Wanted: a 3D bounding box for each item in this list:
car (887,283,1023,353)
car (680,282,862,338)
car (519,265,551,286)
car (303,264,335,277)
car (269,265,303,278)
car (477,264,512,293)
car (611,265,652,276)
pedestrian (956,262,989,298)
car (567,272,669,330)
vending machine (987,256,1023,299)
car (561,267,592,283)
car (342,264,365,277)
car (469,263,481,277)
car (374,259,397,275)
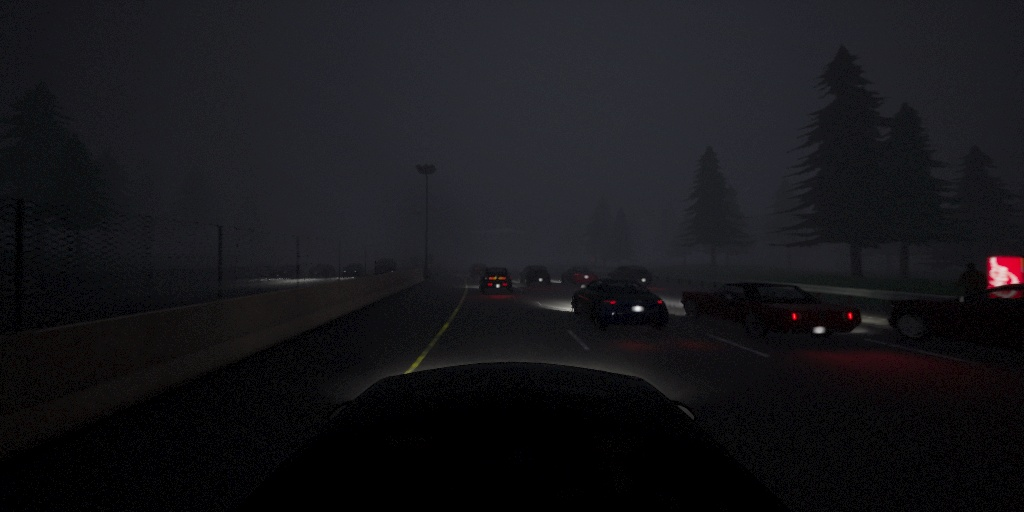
[{"bbox_3d":[10.444,1.244,6.945,1.882,1.535,5.008,0,0,-1],"label":"car"},{"bbox_3d":[6.839,1.405,10.313,1.895,1.301,4.718,0,0,-3],"label":"car"},{"bbox_3d":[1.754,1.475,28.118,1.837,1.490,4.892,0,-1,-7],"label":"car"},{"bbox_3d":[-21.959,1.643,41.622,2.128,1.511,4.902,0,-1,-12],"label":"car"},{"bbox_3d":[-25.286,1.696,40.417,2.033,1.411,5.357,0,-1,-12],"label":"car"},{"bbox_3d":[-1.072,1.445,22.669,1.837,1.490,4.892,0,0,-6],"label":"car"},{"bbox_3d":[8.893,1.449,27.410,1.837,1.490,4.892,0,0,-7],"label":"car"},{"bbox_3d":[14.603,1.086,11.377,0.375,1.860,0.375,0,0,-3],"label":"pedestrian"},{"bbox_3d":[3.251,1.389,11.524,1.994,1.385,4.181,0,0,-3],"label":"car"},{"bbox_3d":[15.306,0.980,10.693,1.100,2.100,0.880,0,0,-3],"label":"vending machine"},{"bbox_3d":[5.241,1.527,28.379,1.994,1.385,4.181,0,0,-7],"label":"car"},{"bbox_3d":[-18.505,1.656,42.191,1.837,1.490,4.892,0,-1,-12],"label":"car"},{"bbox_3d":[-3.768,1.572,40.473,1.882,1.535,5.008,0,0,-11],"label":"car"},{"bbox_3d":[-15.161,1.351,43.321,2.150,2.045,5.566,0,-1,-13],"label":"car"}]
